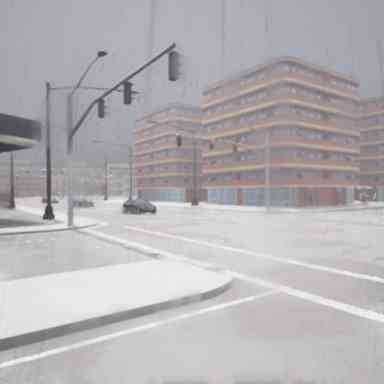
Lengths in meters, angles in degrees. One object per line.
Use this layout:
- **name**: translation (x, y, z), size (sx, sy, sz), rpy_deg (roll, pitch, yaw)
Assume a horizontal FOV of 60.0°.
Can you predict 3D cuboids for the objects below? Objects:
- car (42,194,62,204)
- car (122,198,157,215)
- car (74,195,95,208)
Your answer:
- **car**: translation (-25.853, 1.499, 60.500), size (2.033, 1.411, 5.357), rpy_deg (-1, 0, -36)
- **car**: translation (-5.158, 1.397, 32.298), size (1.837, 1.490, 4.892), rpy_deg (-1, 0, -36)
- **car**: translation (-14.991, 1.495, 45.629), size (1.895, 1.301, 4.718), rpy_deg (-1, 0, -36)
